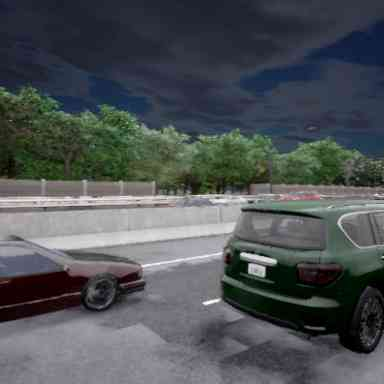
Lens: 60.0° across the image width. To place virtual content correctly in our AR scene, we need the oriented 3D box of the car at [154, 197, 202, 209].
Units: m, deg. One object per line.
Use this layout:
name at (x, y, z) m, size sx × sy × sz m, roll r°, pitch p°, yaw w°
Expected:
car at (-0.495, 1.141, 21.635) m, size 4.553 × 1.767 × 2.097 m, roll 0°, pitch 1°, yaw -38°

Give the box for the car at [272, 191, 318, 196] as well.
car at (11.412, 0.910, 35.490) m, size 5.566 × 2.045 × 2.150 m, roll 0°, pitch 1°, yaw -38°

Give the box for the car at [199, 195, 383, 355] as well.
car at (3.007, 1.180, 6.308) m, size 5.566 × 2.045 × 2.150 m, roll 0°, pitch 1°, yaw -38°

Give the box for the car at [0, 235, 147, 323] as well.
car at (-3.476, 1.470, 5.659) m, size 5.357 × 1.411 × 2.033 m, roll 0°, pitch 1°, yaw -38°
